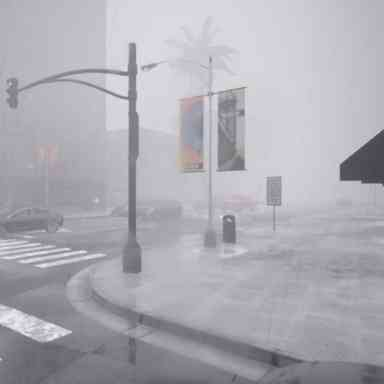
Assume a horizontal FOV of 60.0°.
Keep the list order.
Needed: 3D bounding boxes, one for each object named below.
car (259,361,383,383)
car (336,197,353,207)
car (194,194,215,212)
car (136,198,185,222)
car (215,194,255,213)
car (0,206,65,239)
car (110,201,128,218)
[{"bbox_3d":[2.166,1.551,1.301,4.403,1.369,2.008,0,0,36],"label":"car"},{"bbox_3d":[24.754,1.619,54.046,2.128,1.511,4.902,0,0,35],"label":"car"},{"bbox_3d":[2.447,1.272,39.694,2.150,2.045,5.566,0,0,36],"label":"car"},{"bbox_3d":[-2.591,1.380,26.932,2.097,1.767,4.553,0,0,35],"label":"car"},{"bbox_3d":[5.280,1.278,38.068,2.150,2.045,5.566,0,0,35],"label":"car"},{"bbox_3d":[-9.088,1.500,17.433,2.128,1.511,4.902,0,0,31],"label":"car"},{"bbox_3d":[-4.960,1.375,29.211,2.097,1.767,4.553,0,0,35],"label":"car"}]
